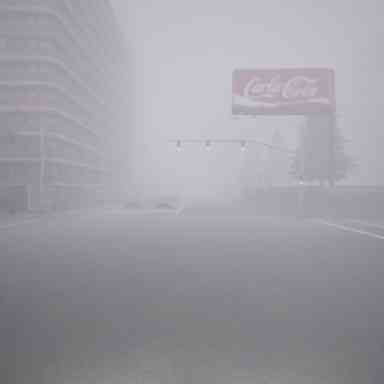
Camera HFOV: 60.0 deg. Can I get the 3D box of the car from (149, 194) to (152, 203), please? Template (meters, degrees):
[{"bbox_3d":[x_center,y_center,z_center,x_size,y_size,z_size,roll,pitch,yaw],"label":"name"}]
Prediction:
[{"bbox_3d":[-6.587,1.075,55.784,1.882,1.535,5.008,0,0,1],"label":"car"}]

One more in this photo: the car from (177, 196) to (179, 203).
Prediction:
[{"bbox_3d":[-3.091,1.120,55.367,1.812,1.442,4.674,0,0,1],"label":"car"}]

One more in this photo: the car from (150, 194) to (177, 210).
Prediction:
[{"bbox_3d":[-3.258,1.262,39.195,2.033,1.411,5.357,0,0,1],"label":"car"}]

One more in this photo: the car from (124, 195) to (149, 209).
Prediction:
[{"bbox_3d":[-6.754,1.197,39.446,1.882,1.535,5.008,0,0,1],"label":"car"}]
